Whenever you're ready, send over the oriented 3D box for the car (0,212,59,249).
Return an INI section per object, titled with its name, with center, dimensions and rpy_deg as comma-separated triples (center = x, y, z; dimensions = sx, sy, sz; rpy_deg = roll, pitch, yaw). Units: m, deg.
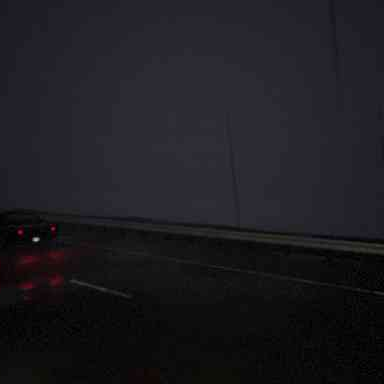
[car]
center = -7.707, 1.483, 13.929
dimensions = 4.718, 1.301, 1.895
rpy_deg = 1, 0, 36
